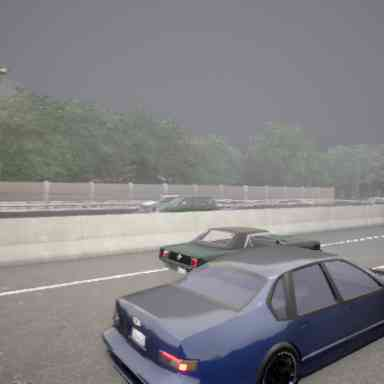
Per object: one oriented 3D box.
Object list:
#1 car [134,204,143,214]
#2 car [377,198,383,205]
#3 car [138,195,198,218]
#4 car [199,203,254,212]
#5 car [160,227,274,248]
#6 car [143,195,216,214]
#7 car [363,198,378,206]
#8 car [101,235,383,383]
[{"bbox_3d":[-2.474,1.570,28.036,4.892,1.490,1.837,0,0,-36],"label":"car"},{"bbox_3d":[31.805,1.787,52.490,4.892,1.490,1.837,0,0,-35],"label":"car"},{"bbox_3d":[-2.272,1.300,32.477,5.566,2.045,2.150,0,0,-35],"label":"car"},{"bbox_3d":[2.946,1.636,23.304,4.181,1.385,1.994,0,0,-35],"label":"car"},{"bbox_3d":[1.555,1.629,9.281,4.718,1.301,1.895,0,0,-36],"label":"car"},{"bbox_3d":[-0.525,1.286,25.130,5.566,2.045,2.150,0,0,-36],"label":"car"},{"bbox_3d":[30.883,1.791,56.123,4.892,1.490,1.837,0,0,-35],"label":"car"},{"bbox_3d":[1.480,1.565,4.925,5.357,1.411,2.033,0,0,-36],"label":"car"}]
